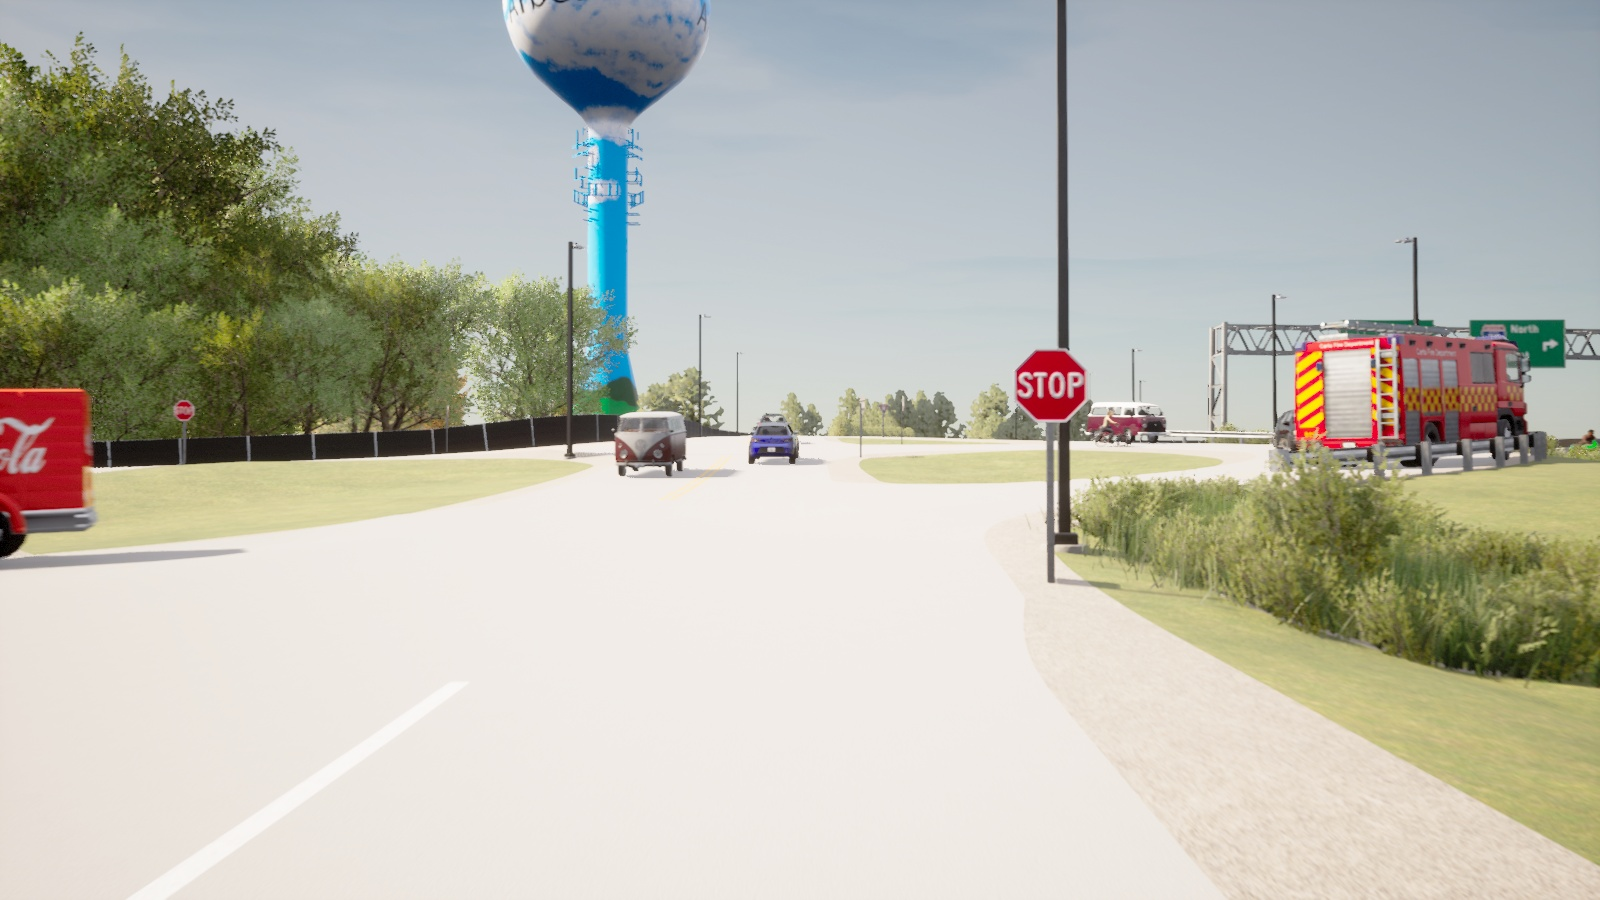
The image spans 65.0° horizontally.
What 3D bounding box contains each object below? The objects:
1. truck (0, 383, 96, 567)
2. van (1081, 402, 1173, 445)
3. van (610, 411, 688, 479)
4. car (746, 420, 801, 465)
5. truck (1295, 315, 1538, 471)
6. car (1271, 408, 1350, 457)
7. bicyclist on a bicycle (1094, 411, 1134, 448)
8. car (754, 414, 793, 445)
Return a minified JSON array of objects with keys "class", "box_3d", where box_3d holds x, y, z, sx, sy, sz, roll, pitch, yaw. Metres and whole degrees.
[{"class":"truck","box_3d":[-12.801,0.409,17.317,5.204,2.467,2.627,-2,0,-26]},{"class":"van","box_3d":[16.256,-1.341,62.677,2.069,2.038,4.480,0,1,-25]},{"class":"van","box_3d":[-4.687,-0.224,39.506,1.775,1.987,4.442,0,2,2]},{"class":"car","box_3d":[-0.948,-0.316,47.088,1.816,1.474,4.193,0,3,2]},{"class":"truck","box_3d":[17.238,-1.513,34.772,8.468,3.827,2.891,-2,1,-41]},{"class":"car","box_3d":[18.011,-0.654,44.485,1.851,1.617,3.988,-1,2,11]},{"class":"bicyclist on a bicycle","box_3d":[13.862,-0.896,55.439,1.509,1.612,0.866,-1,2,0]},{"class":"car","box_3d":[-1.314,-1.084,64.193,1.845,1.501,3.633,0,2,1]}]
